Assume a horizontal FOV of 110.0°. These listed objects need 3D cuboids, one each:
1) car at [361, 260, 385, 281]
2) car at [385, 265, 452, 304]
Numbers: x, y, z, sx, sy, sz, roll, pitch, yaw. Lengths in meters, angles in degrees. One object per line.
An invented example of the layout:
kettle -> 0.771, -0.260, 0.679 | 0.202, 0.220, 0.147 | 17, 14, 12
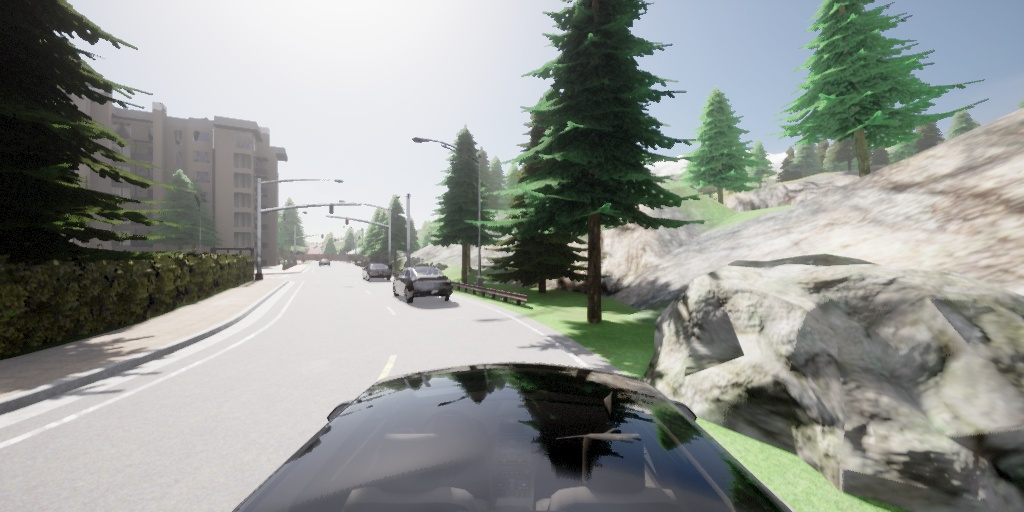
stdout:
car -> -11.292, 1.312, 29.823 | 2.033, 1.411, 5.357 | 0, 0, -28
car -> -4.255, 1.244, 16.576 | 2.128, 1.511, 4.902 | 0, 0, -28
